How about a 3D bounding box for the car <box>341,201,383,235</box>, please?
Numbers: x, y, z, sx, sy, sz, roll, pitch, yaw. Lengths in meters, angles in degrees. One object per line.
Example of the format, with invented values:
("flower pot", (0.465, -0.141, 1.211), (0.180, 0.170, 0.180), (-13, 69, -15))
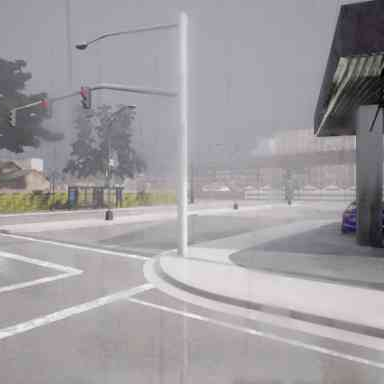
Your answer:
("car", (9.490, 1.295, 17.698), (2.242, 1.667, 4.611), (0, 0, 37))
